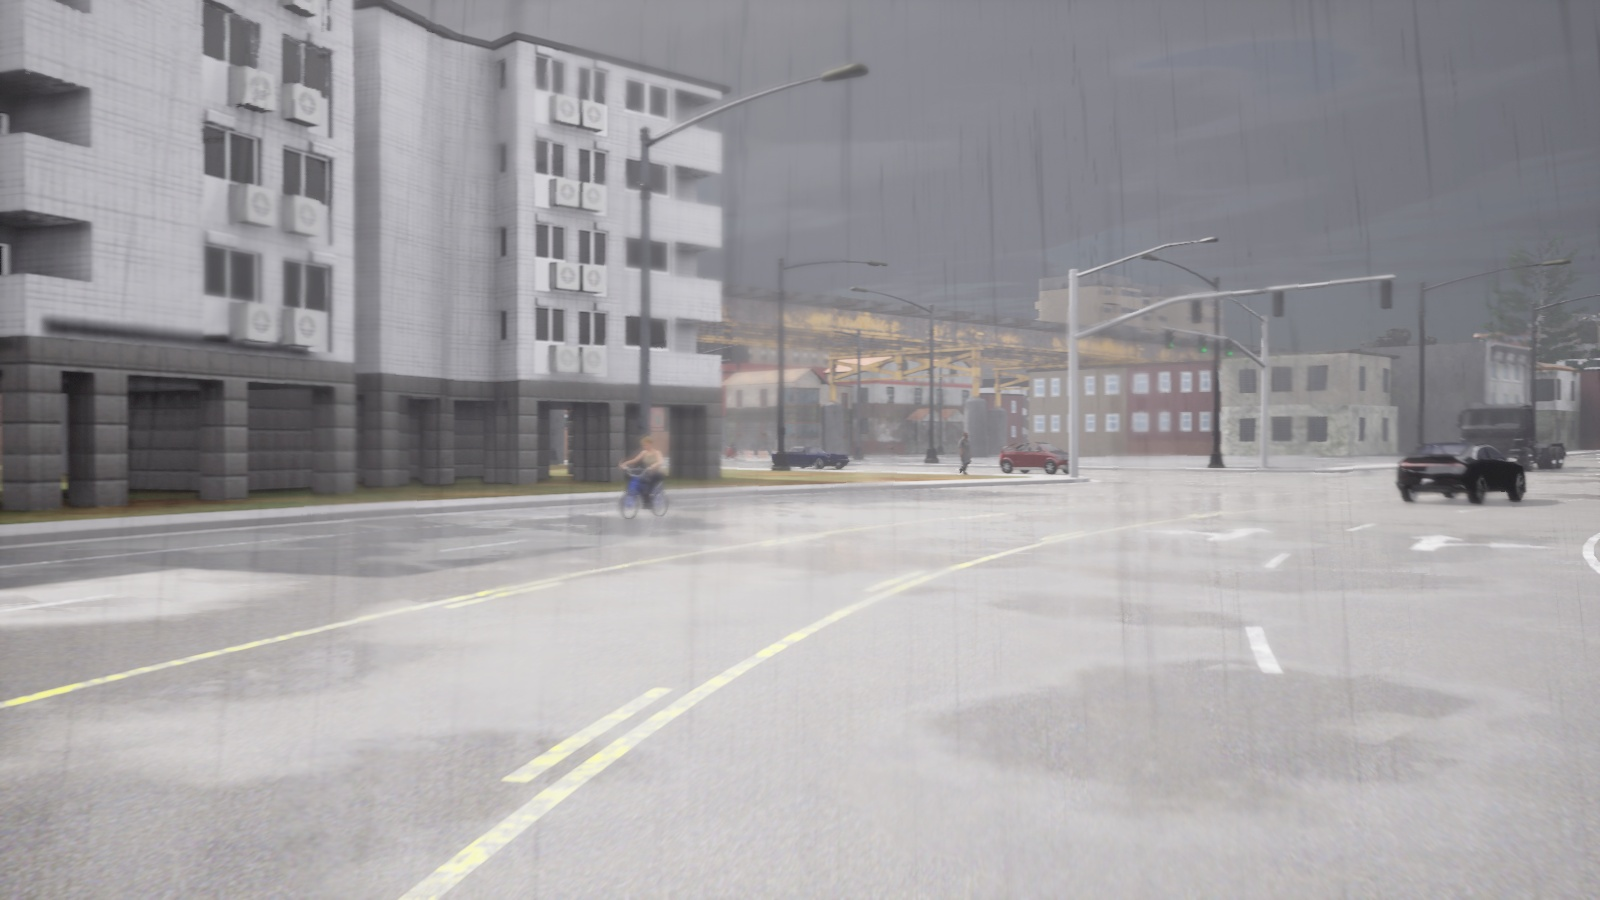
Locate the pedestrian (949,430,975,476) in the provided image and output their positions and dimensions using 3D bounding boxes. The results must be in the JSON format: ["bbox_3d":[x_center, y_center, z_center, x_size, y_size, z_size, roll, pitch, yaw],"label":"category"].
[{"bbox_3d":[6.865,0.120,53.287,0.873,1.952,0.659,0,0,41],"label":"pedestrian"}]

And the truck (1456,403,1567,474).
[{"bbox_3d":[36.857,-0.663,64.922,7.936,3.462,2.891,-2,1,-44],"label":"truck"}]

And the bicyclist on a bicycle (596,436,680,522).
[{"bbox_3d":[-3.148,0.538,24.475,0.866,1.612,1.509,1,1,31],"label":"bicyclist on a bicycle"}]

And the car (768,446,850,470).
[{"bbox_3d":[0.475,0.444,71.208,1.895,1.301,4.718,0,0,-45],"label":"car"}]

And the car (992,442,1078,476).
[{"bbox_3d":[11.305,0.406,60.446,1.789,1.549,3.705,0,0,-45],"label":"car"}]

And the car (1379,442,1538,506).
[{"bbox_3d":[16.803,0.557,31.931,4.902,1.511,2.128,0,0,-44],"label":"car"}]
